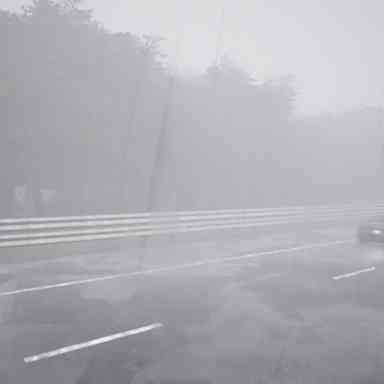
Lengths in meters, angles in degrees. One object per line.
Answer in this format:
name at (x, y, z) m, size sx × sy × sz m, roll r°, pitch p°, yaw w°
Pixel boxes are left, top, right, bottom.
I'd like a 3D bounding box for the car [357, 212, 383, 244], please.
car at (9.048, 1.560, 14.504) m, size 4.181 × 1.385 × 1.994 m, roll 0°, pitch 0°, yaw -36°
